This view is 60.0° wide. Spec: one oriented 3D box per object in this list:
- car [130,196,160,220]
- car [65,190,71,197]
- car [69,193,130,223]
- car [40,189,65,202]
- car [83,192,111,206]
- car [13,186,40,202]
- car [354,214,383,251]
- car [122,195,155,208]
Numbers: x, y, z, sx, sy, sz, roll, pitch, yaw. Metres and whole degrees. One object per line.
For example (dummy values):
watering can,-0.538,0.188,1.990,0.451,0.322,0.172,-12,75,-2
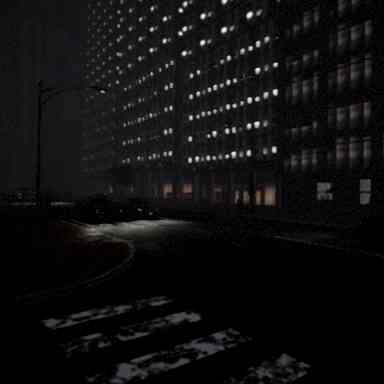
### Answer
car,-4.151,1.150,24.562,1.812,1.442,4.674,1,0,-36
car,-24.596,0.349,64.301,1.812,1.442,4.674,1,0,-36
car,-6.218,1.062,21.874,1.882,1.535,5.008,1,0,-36
car,-19.357,0.645,45.721,1.994,1.385,4.181,1,0,-35
car,-11.799,0.840,41.038,1.812,1.442,4.674,1,0,-36
car,-22.310,0.234,44.279,2.150,2.045,5.566,1,0,-35
car,9.006,1.324,12.222,2.150,2.045,5.566,1,1,-36
car,-6.400,1.073,39.109,1.895,1.301,4.718,1,0,-36
